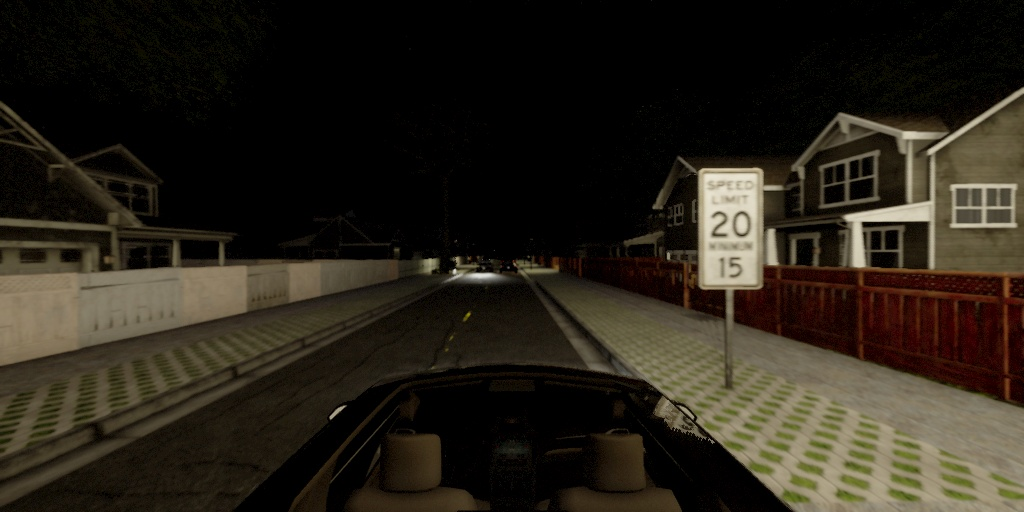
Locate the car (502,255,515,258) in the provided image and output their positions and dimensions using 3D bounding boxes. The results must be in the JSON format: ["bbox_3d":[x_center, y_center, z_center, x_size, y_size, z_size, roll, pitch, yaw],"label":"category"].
[{"bbox_3d":[-0.491,0.836,49.992,2.150,2.045,5.566,0,0,0],"label":"car"}]

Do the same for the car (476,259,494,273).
[{"bbox_3d":[-3.169,1.145,42.802,2.128,1.511,4.902,0,0,-1],"label":"car"}]

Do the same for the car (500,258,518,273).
[{"bbox_3d":[-0.389,1.206,40.309,1.994,1.385,4.181,0,0,0],"label":"car"}]
